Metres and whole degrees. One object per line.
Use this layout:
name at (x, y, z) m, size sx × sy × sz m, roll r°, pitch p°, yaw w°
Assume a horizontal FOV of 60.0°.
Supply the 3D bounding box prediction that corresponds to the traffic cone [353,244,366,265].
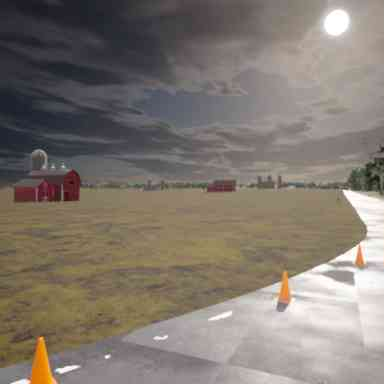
traffic cone at (5.155, 1.900, 10.231) m, size 0.340 × 0.580 × 0.340 m, roll 0°, pitch 1°, yaw 40°

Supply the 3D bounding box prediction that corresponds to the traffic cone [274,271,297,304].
traffic cone at (1.905, 1.922, 6.801) m, size 0.340 × 0.580 × 0.340 m, roll 0°, pitch 1°, yaw -43°

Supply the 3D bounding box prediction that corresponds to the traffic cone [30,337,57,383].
traffic cone at (-1.702, 1.939, 3.748) m, size 0.340 × 0.580 × 0.340 m, roll 0°, pitch 0°, yaw -37°
